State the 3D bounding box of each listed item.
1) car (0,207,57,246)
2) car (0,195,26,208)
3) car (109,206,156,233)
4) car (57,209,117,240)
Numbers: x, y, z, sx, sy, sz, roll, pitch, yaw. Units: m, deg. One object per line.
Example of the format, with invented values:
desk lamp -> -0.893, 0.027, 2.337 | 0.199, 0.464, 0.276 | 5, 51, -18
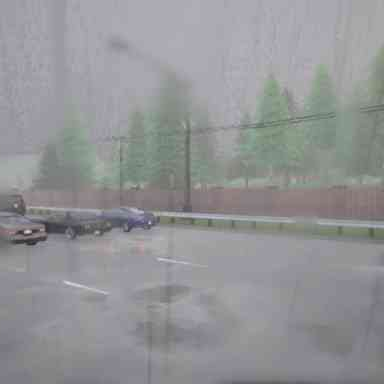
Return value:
car -> -8.276, 1.560, 14.072 | 5.357, 1.411, 2.033 | 0, 0, 36
car -> -16.448, 1.255, 28.499 | 5.566, 2.045, 2.150 | 0, 0, 36
car -> -4.211, 1.530, 19.771 | 4.674, 1.442, 1.812 | 0, 0, 36
car -> -6.268, 1.614, 16.939 | 4.718, 1.301, 1.895 | 0, 0, 36
